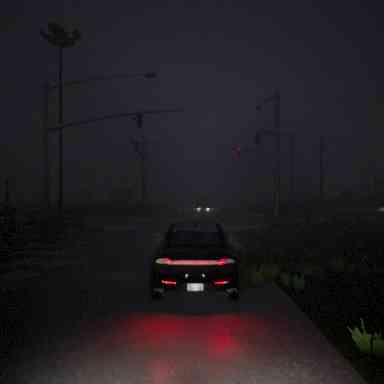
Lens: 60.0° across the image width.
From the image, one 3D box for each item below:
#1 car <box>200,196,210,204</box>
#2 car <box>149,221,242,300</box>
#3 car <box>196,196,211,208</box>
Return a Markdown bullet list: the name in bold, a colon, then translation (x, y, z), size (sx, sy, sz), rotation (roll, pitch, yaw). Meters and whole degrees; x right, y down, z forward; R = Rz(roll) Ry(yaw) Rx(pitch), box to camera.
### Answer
- **car**: translation (2.453, 1.447, 62.600), size (1.812, 1.442, 4.674), rotation (0, 0, 3)
- **car**: translation (0.078, 1.486, 8.364), size (2.128, 1.511, 4.902), rotation (0, 0, 0)
- **car**: translation (1.582, 1.497, 46.110), size (1.994, 1.385, 4.181), rotation (0, 0, 3)
